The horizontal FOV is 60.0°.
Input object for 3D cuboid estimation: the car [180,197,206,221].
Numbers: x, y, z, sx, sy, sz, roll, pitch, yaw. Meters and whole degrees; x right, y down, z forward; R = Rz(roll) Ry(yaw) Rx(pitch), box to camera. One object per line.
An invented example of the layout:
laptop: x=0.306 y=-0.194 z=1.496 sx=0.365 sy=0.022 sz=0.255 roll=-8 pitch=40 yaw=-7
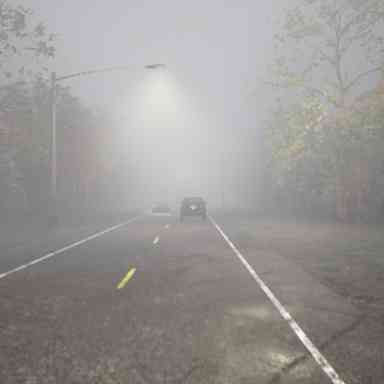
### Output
car: x=0.107 y=1.423 z=29.632 sx=2.150 sy=2.045 sz=5.566 roll=0 pitch=0 yaw=0

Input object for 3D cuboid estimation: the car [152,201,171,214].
car: x=-3.579 y=1.831 z=39.968 sx=1.994 sy=1.385 sz=4.181 roll=0 pitch=0 yaw=0

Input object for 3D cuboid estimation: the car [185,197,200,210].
car: x=0.110 y=1.671 z=48.254 sx=2.097 sy=1.767 sz=4.553 roll=0 pitch=0 yaw=0
